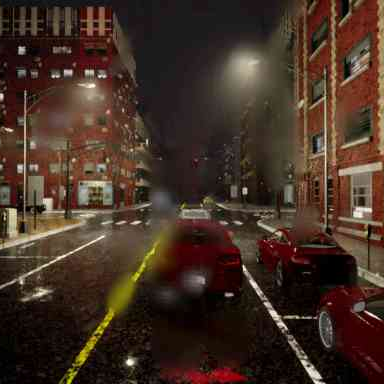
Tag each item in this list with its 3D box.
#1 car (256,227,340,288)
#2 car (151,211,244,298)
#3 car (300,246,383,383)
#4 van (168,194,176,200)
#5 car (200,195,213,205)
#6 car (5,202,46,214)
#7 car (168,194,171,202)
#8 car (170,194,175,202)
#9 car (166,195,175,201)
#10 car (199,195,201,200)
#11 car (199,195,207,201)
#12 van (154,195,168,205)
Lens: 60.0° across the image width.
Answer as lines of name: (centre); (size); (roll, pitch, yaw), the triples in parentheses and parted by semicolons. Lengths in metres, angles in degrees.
car: (2.852, 1.584, 8.906); (1.802, 1.307, 4.206); (1, 0, 0)
car: (0.112, 1.480, 8.588); (1.882, 1.535, 5.008); (0, 0, 0)
car: (2.673, 1.583, 3.250); (1.802, 1.307, 4.206); (1, 0, 0)
van: (-5.521, 1.375, 92.126); (1.690, 1.788, 3.998); (1, 0, 0)
car: (2.799, 1.543, 58.329); (1.752, 1.417, 4.829); (1, 0, 0)
car: (-18.648, 1.729, 37.324); (4.313, 1.339, 1.947); (0, -1, 0)
car: (-5.572, 1.602, 63.865); (1.802, 1.307, 4.206); (1, 0, 0)
car: (-5.553, 1.607, 75.169); (1.802, 1.307, 4.206); (1, 0, 0)
car: (-5.533, 1.581, 86.474); (2.008, 1.369, 4.403); (1, 0, 0)
car: (2.837, 1.572, 80.770); (1.887, 1.381, 4.507); (1, 0, 0)
car: (2.846, 1.596, 86.421); (1.947, 1.339, 4.313); (1, 0, 0)
van: (-5.578, 1.359, 58.213); (1.690, 1.788, 3.998); (1, 0, 0)
